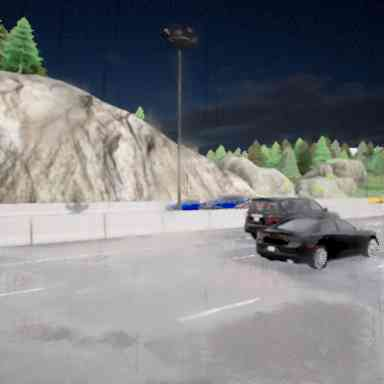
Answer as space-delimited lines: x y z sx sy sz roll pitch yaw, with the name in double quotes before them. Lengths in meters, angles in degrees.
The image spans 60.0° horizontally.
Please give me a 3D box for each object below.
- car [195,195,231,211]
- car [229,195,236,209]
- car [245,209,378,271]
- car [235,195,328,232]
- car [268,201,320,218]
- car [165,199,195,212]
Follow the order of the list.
"car" 3.518 1.346 36.726 5.566 2.045 2.150 0 0 -35
"car" 6.500 1.469 34.552 4.553 1.767 2.097 0 0 -35
"car" 4.333 1.518 11.201 5.008 1.535 1.882 0 0 -36
"car" 4.976 1.278 15.981 5.566 2.045 2.150 0 0 -36
"car" 10.153 1.664 32.856 5.357 1.411 2.033 0 0 -35
"car" -0.705 1.601 38.007 5.008 1.535 1.882 0 0 -36
